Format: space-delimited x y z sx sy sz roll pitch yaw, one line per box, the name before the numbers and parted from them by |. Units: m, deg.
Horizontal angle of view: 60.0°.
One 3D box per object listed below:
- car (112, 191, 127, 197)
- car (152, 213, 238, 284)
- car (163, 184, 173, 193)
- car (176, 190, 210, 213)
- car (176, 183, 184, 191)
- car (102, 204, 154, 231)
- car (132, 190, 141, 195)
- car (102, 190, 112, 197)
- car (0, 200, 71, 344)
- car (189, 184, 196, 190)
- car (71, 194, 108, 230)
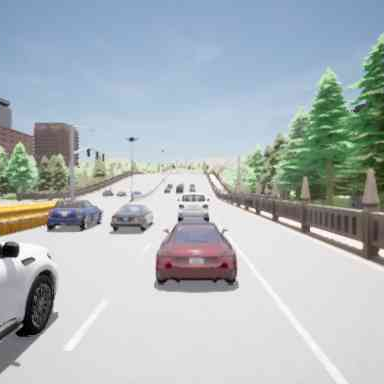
car | -17.471 0.427 82.538 2.128 1.511 4.902 0 4 0
car | 0.101 1.502 9.400 1.994 1.385 4.181 0 0 0
car | -6.912 -0.616 93.090 1.812 1.442 4.674 0 7 0
car | 0.100 1.066 23.856 2.150 2.045 5.566 0 0 0
car | -3.415 -0.871 92.649 2.150 2.045 5.566 0 7 0
car | -3.405 1.422 19.604 2.033 1.411 5.357 0 0 0
car | -13.971 0.380 82.516 1.882 1.535 5.008 0 4 0
car | -20.971 0.248 82.661 2.097 1.767 4.553 0 4 0
car | -3.400 1.200 3.446 2.150 2.045 5.566 0 1 0
car | 0.088 -0.614 93.052 2.128 1.511 4.902 0 7 0
car | -6.904 1.224 20.113 2.097 1.767 4.553 0 0 0
